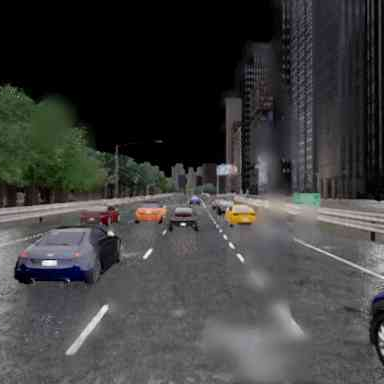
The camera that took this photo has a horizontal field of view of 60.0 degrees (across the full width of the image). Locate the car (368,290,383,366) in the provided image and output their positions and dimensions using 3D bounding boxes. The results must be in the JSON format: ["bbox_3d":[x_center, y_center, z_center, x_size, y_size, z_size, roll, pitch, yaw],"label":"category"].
[{"bbox_3d":[3.503,1.388,2.799,2.097,1.767,4.553,0,-1,0],"label":"car"}]

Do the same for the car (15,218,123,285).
[{"bbox_3d":[-3.375,1.685,9.914,1.994,1.385,4.181,0,-1,0],"label":"car"}]

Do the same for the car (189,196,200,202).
[{"bbox_3d":[0.534,1.695,61.895,1.882,1.535,5.008,0,0,1],"label":"car"}]

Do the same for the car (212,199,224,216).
[{"bbox_3d":[3.682,1.728,35.761,2.163,1.488,4.792,0,0,1],"label":"car"}]

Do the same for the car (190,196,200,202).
[{"bbox_3d":[0.714,1.646,79.190,2.128,1.511,4.902,0,0,1],"label":"car"}]

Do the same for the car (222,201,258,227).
[{"bbox_3d":[3.596,1.703,24.760,1.882,1.535,5.008,0,0,0],"label":"car"}]

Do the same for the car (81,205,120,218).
[{"bbox_3d":[-6.798,1.703,25.065,1.882,1.535,5.008,0,0,0],"label":"car"}]

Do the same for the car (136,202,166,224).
[{"bbox_3d":[-3.280,1.578,27.532,2.097,1.767,4.553,0,0,0],"label":"car"}]

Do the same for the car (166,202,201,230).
[{"bbox_3d":[-0.467,1.729,22.978,1.837,1.490,4.892,-1,0,2],"label":"car"}]
